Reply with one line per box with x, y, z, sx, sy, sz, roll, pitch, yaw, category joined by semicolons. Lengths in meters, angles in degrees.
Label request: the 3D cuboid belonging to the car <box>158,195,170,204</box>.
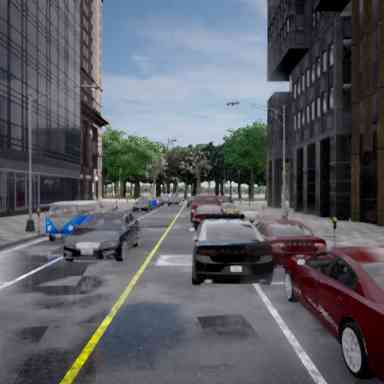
-5.450;1.427;65.194;1.967;1.590;4.097;0;0;0;car

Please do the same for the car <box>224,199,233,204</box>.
2.892;1.514;27.260;1.752;1.417;4.829;0;0;0;car

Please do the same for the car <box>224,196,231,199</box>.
2.917;1.302;32.528;2.192;1.841;5.009;0;0;0;car

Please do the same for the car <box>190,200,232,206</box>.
0.993;1.470;19.491;1.882;1.535;5.008;0;0;0;car

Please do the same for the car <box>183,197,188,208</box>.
0.244;1.477;47.450;2.128;1.511;4.902;0;0;1;car

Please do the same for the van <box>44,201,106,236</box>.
-5.687;1.334;16.257;1.690;1.788;3.998;0;0;0;van

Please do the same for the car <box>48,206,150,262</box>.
-3.044;1.486;12.122;2.128;1.511;4.902;0;0;0;car

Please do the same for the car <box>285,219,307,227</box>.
2.813;1.539;10.778;1.887;1.381;4.507;0;0;0;car

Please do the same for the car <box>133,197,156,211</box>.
-5.581;1.552;38.007;1.947;1.339;4.313;0;0;0;car

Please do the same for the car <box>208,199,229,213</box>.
2.944;1.537;37.965;2.008;1.369;4.403;0;0;0;car

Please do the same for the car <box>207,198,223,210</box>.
2.971;1.511;43.573;1.752;1.417;4.829;0;0;0;car

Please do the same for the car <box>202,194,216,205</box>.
3.049;1.301;59.716;2.192;1.841;5.009;0;0;0;car

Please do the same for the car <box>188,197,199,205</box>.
0.293;1.550;60.683;1.994;1.385;4.181;0;0;0;car

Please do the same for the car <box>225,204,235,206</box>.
2.840;1.518;16.385;1.752;1.417;4.829;0;0;0;car

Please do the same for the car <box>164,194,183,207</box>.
-2.836;1.492;52.271;1.837;1.490;4.892;0;0;0;car

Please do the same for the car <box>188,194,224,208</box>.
0.986;1.212;25.520;2.150;2.045;5.566;0;0;0;car

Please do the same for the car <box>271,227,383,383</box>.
2.786;1.542;5.341;1.887;1.381;4.507;0;0;0;car

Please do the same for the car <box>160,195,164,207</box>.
-5.529;1.511;48.712;1.752;1.417;4.829;0;0;0;car

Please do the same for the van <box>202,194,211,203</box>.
3.102;1.329;70.591;1.690;1.788;3.998;0;0;0;van

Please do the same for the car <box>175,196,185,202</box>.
-2.640;1.558;74.509;1.994;1.385;4.181;0;0;0;car

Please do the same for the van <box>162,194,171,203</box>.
-5.423;1.329;70.632;1.690;1.788;3.998;0;0;0;van

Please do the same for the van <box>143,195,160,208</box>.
-5.555;1.327;43.444;1.690;1.788;3.998;0;0;0;van

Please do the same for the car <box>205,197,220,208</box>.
2.997;1.530;48.841;1.887;1.381;4.507;0;0;0;car

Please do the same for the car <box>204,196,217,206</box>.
3.023;1.425;54.278;1.967;1.590;4.097;0;0;0;car

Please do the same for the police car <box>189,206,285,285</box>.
0.945;1.421;9.601;1.930;1.638;5.238;0;0;0;police car
